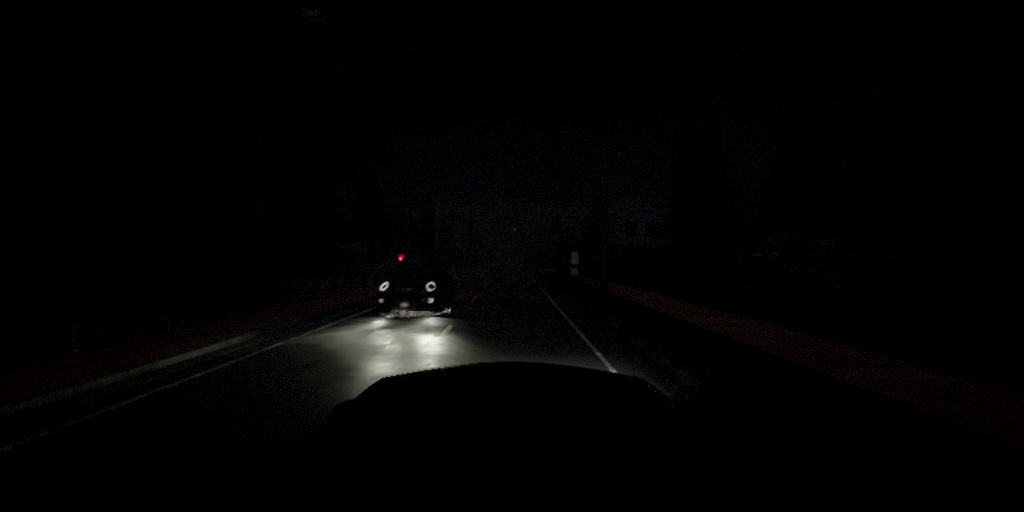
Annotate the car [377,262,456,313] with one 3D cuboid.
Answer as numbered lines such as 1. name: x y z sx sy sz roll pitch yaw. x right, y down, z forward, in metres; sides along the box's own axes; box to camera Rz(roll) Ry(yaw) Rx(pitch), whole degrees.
1. car: -3.499 1.027 13.903 2.097 1.767 4.553 0 0 0
